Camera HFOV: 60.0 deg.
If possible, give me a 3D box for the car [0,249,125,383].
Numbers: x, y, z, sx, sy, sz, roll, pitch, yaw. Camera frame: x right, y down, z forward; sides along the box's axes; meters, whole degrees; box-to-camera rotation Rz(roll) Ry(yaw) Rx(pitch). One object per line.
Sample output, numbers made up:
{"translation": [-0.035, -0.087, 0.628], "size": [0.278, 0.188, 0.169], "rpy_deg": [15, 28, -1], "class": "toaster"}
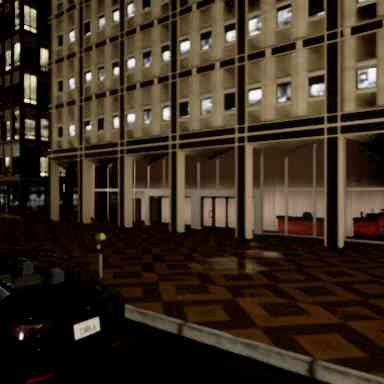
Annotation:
{"translation": [-2.860, 1.540, 4.918], "size": [4.313, 1.339, 1.947], "rpy_deg": [0, 0, 35], "class": "car"}
